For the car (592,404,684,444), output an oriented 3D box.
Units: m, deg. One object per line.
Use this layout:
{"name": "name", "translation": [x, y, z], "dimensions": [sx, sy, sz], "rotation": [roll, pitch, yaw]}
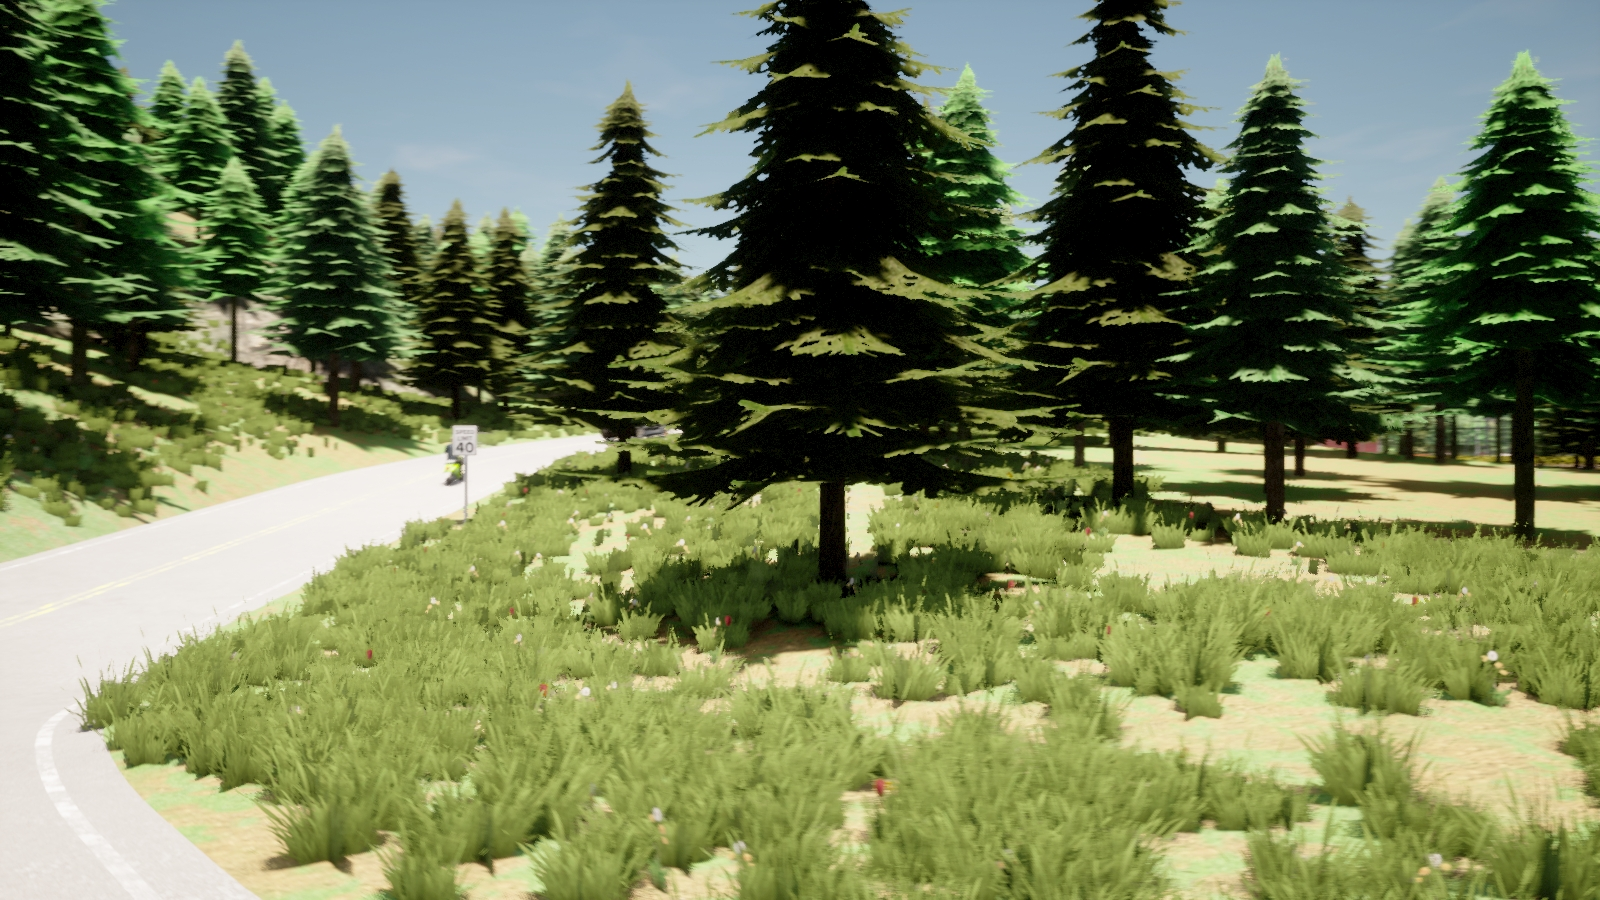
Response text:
{"name": "car", "translation": [-8.111, -1.337, 57.787], "dimensions": [2.097, 1.638, 5.238], "rotation": [0, 5, 23]}
